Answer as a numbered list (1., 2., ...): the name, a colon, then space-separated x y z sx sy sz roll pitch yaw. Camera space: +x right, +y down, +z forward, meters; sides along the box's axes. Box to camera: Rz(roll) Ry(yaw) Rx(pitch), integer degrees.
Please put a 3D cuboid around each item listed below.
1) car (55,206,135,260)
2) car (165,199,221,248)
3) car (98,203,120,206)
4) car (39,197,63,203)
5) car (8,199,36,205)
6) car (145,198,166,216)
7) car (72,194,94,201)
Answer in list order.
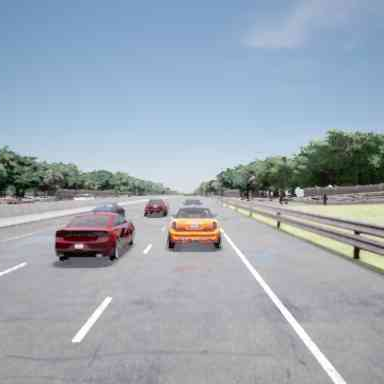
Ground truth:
1. car: -3.403 1.490 12.500 1.882 1.535 5.008 0 0 0
2. car: 0.096 1.369 15.044 2.097 1.767 4.553 0 0 0
3. car: -6.907 1.588 27.796 2.033 1.411 5.357 0 0 0
4. car: -21.082 1.580 49.834 1.882 1.535 5.008 0 0 0
5. car: -24.584 1.696 48.065 1.895 1.301 4.718 0 0 0
6. car: -3.408 1.405 33.113 2.097 1.767 4.553 0 0 0
7. car: -17.563 1.337 53.828 2.150 2.045 5.566 0 0 1
